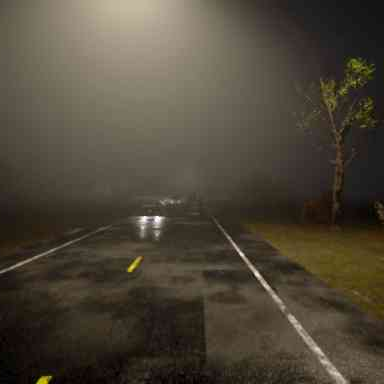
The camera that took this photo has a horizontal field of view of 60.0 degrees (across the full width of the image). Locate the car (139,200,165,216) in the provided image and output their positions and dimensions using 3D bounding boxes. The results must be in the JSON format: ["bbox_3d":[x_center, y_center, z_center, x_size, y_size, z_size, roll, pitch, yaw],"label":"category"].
[{"bbox_3d":[-3.595,1.439,30.362,1.994,1.385,4.181,0,0,0],"label":"car"}]

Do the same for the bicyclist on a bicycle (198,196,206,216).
[{"bbox_3d":[0.964,1.330,29.813,0.582,1.620,1.656,0,0,0],"label":"bicyclist on a bicycle"}]

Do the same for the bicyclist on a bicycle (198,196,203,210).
[{"bbox_3d":[0.964,1.291,39.088,0.582,1.620,1.656,0,0,0],"label":"bicyclist on a bicycle"}]

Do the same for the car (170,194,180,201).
[{"bbox_3d":[-3.497,1.181,70.404,1.837,1.490,4.892,0,0,0],"label":"car"}]

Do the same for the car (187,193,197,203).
[{"bbox_3d":[0.008,1.299,63.871,1.994,1.385,4.181,0,0,0],"label":"car"}]
